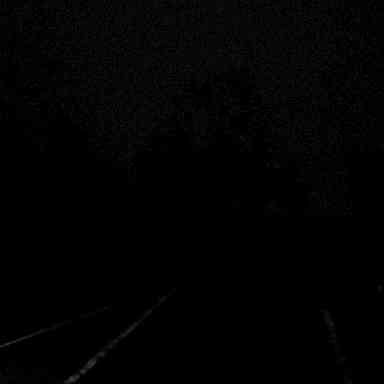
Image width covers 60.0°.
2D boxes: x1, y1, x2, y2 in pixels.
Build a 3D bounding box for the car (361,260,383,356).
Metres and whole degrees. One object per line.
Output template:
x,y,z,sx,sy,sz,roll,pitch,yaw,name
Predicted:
3.079,1.486,3.312,2.231,1.521,4.892,1,-1,16,car
